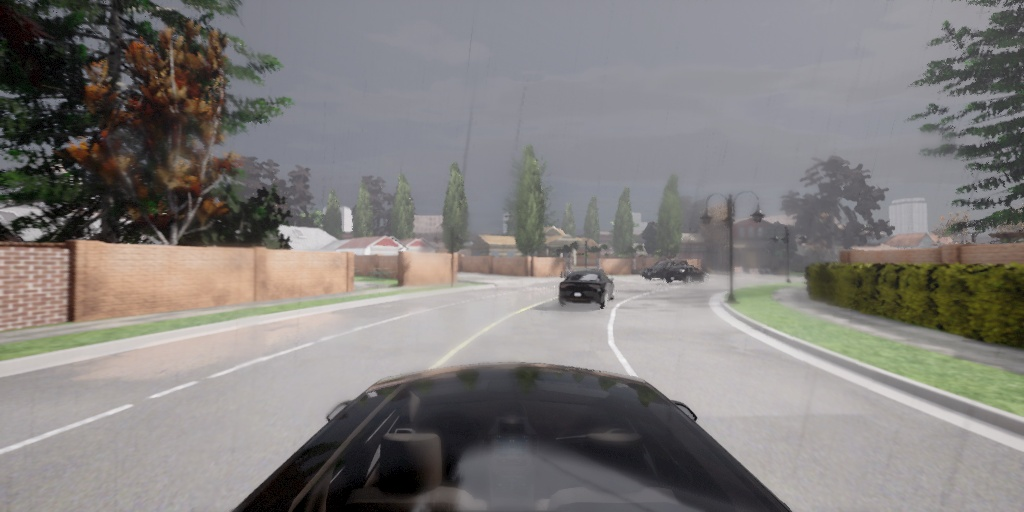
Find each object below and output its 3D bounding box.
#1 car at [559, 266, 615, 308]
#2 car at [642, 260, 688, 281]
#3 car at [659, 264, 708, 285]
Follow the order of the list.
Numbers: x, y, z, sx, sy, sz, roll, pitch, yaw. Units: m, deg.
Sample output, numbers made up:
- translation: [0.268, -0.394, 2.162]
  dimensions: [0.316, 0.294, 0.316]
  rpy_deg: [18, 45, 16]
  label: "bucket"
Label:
- translation: [3.564, 1.407, 16.501]
  dimensions: [1.882, 1.535, 5.008]
  rpy_deg: [-1, -1, 22]
  label: "car"
- translation: [15.458, 1.432, 35.791]
  dimensions: [5.566, 2.045, 2.150]
  rpy_deg: [1, -2, -32]
  label: "car"
- translation: [15.150, 1.630, 31.031]
  dimensions: [4.892, 1.490, 1.837]
  rpy_deg: [1, -2, -38]
  label: "car"
